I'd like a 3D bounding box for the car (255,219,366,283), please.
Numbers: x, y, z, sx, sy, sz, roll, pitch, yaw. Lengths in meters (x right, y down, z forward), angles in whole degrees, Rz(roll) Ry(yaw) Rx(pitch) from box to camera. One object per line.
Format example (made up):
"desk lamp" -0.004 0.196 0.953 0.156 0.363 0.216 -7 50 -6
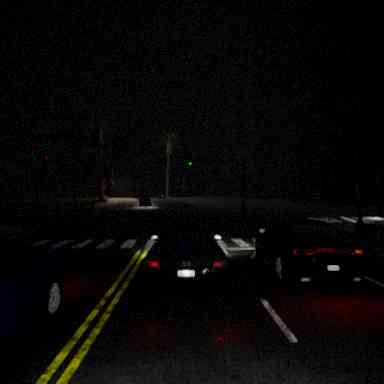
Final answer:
"car" 3.167 1.546 9.897 1.882 1.535 5.008 0 0 0

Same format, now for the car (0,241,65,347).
"car" -3.451 1.512 4.698 1.882 1.535 5.008 0 0 -1

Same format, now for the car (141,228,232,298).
"car" -0.151 1.626 8.721 1.994 1.385 4.181 0 0 -1

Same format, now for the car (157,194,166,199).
"car" -8.569 1.331 93.300 2.128 1.511 4.902 0 0 -14

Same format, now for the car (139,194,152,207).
"car" -7.484 1.541 53.328 1.837 1.490 4.892 0 0 -8

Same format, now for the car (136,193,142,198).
"car" -10.544 1.483 72.104 1.994 1.385 4.181 0 0 -10
